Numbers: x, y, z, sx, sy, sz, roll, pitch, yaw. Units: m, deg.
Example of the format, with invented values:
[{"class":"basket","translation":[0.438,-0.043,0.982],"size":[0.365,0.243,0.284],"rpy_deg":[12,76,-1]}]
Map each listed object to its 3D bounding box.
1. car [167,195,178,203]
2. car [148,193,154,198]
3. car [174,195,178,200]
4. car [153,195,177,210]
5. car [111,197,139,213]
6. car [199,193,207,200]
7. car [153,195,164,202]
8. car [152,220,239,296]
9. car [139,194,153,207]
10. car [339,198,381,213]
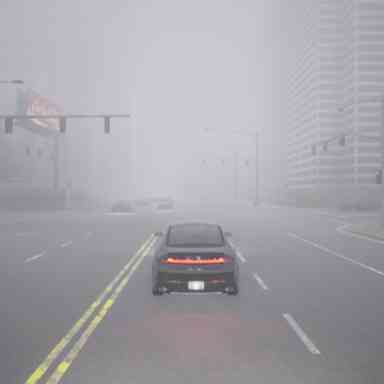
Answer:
[{"class":"car","translation":[-3.980,1.375,68.426],"size":[1.812,1.442,4.674],"rpy_deg":[0,0,0]},{"class":"car","translation":[-7.464,1.459,64.901],"size":[1.895,1.301,4.718],"rpy_deg":[0,0,0]},{"class":"car","translation":[-3.939,1.374,53.943],"size":[2.128,1.511,4.902],"rpy_deg":[0,0,0]},{"class":"car","translation":[-3.382,1.457,41.051],"size":[2.033,1.411,5.357],"rpy_deg":[0,0,-8]},{"class":"car","translation":[-7.341,1.485,35.790],"size":[1.994,1.385,4.181],"rpy_deg":[0,0,0]},{"class":"car","translation":[2.880,1.161,88.873],"size":[2.097,1.767,4.553],"rpy_deg":[0,0,0]},{"class":"car","translation":[-7.521,1.388,74.897],"size":[1.994,1.385,4.181],"rpy_deg":[0,0,0]},{"class":"car","translation":[0.052,1.486,8.616],"size":[1.837,1.490,4.892],"rpy_deg":[0,0,-1]},{"class":"car","translation":[-7.424,1.417,49.468],"size":[1.812,1.442,4.674],"rpy_deg":[0,0,0]},{"class":"car","translation":[18.430,1.399,35.837],"size":[5.008,1.535,1.882],"rpy_deg":[0,0,-1]}]
